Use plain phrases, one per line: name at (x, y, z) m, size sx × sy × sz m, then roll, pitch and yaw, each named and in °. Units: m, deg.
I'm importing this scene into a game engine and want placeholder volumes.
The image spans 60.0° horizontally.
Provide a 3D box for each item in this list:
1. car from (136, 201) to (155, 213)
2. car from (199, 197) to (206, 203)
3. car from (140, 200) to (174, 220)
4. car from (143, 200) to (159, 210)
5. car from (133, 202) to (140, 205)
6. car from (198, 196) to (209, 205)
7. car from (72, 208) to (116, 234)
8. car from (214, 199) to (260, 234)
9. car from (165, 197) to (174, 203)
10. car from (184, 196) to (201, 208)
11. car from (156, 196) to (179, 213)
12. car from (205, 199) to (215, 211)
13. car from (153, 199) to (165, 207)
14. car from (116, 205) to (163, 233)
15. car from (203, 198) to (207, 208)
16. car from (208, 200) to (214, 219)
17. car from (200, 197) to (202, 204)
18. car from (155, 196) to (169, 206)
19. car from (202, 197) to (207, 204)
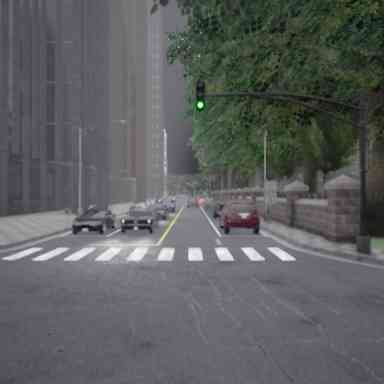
car at (-5.744, 1.835, 41.917) m, size 1.802 × 1.307 × 4.206 m, roll 0°, pitch 0°, yaw 0°
car at (2.802, 2.114, 91.199) m, size 1.752 × 1.417 × 4.829 m, roll 0°, pitch 0°, yaw 0°
car at (-3.081, 1.725, 30.353) m, size 2.033 × 1.411 × 5.357 m, roll 0°, pitch 0°, yaw 1°
car at (-5.742, 1.871, 47.374) m, size 1.802 × 1.307 × 4.206 m, roll 0°, pitch 0°, yaw 0°
car at (-5.747, 1.768, 36.460) m, size 2.008 × 1.369 × 4.403 m, roll 0°, pitch 0°, yaw 0°
car at (2.418, 1.799, 70.722) m, size 2.097 × 1.767 × 4.553 m, roll 0°, pitch 0°, yaw 0°
car at (-5.754, 1.677, 20.090) m, size 1.947 × 1.339 × 4.313 m, roll 0°, pitch 0°, yaw 0°
car at (2.771, 1.425, 20.097) m, size 2.192 × 1.841 × 5.009 m, roll 0°, pitch 0°, yaw 0°
car at (-5.726, 1.989, 85.574) m, size 1.967 × 1.590 × 4.097 m, roll 0°, pitch 0°, yaw 0°
car at (0.127, 1.881, 54.204) m, size 2.033 × 1.411 × 5.357 m, roll 0°, pitch 0°, yaw 0°
car at (-3.071, 1.597, 40.629) m, size 2.097 × 1.767 × 4.553 m, roll 0°, pitch 0°, yaw 0°
car at (2.779, 1.768, 36.464) m, size 2.008 × 1.369 × 4.403 m, roll 0°, pitch 0°, yaw 0°
car at (-5.737, 1.942, 58.288) m, size 1.802 × 1.307 × 4.206 m, roll 0°, pitch 0°, yaw 0°
car at (-3.090, 1.715, 20.535) m, size 1.895 × 1.301 × 4.718 m, roll 0°, pitch 0°, yaw 0°
car at (2.781, 1.803, 41.921) m, size 2.008 × 1.369 × 4.403 m, roll 0°, pitch 0°, yaw 0°
car at (2.776, 1.747, 31.008) m, size 1.947 × 1.339 × 4.313 m, roll 0°, pitch 0°, yaw 0°
car at (2.786, 1.764, 52.835) m, size 1.967 × 1.590 × 4.097 m, roll 0°, pitch 0°, yaw 0°
car at (-5.735, 1.712, 63.747) m, size 2.192 × 1.841 × 5.009 m, roll 0°, pitch 0°, yaw 0°
car at (2.783, 1.729, 47.378) m, size 1.967 × 1.590 × 4.097 m, roll 0°, pitch 0°, yaw 0°
